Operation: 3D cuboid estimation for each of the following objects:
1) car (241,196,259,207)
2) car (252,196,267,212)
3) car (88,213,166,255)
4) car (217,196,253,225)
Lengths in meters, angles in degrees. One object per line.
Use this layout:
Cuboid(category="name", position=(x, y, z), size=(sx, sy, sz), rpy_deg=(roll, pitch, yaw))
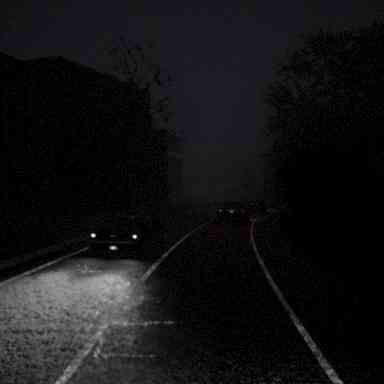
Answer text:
Cuboid(category="car", position=(9.357, 1.435, 53.229), size=(1.812, 1.442, 4.674), rpy_deg=(2, 2, 24))
Cuboid(category="car", position=(8.197, 1.685, 41.414), size=(2.128, 1.511, 4.902), rpy_deg=(2, 0, 20))
Cuboid(category="car", position=(-2.374, 1.557, 13.307), size=(1.895, 1.301, 4.718), rpy_deg=(1, 0, 7))
Cuboid(category="car", position=(3.228, 1.396, 25.097), size=(2.097, 1.767, 4.553), rpy_deg=(1, 0, 13))
